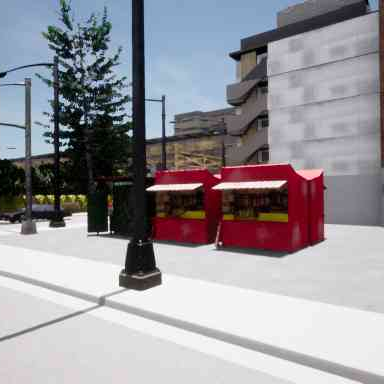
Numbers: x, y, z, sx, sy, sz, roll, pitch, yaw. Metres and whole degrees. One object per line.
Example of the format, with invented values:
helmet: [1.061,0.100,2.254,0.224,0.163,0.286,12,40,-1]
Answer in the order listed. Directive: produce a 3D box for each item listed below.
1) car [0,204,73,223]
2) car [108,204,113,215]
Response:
car: [-12.420,1.686,26.929,2.033,1.411,5.357,-1,-1,36]
car: [-6.889,1.489,34.575,2.097,1.767,4.553,-1,-1,36]
